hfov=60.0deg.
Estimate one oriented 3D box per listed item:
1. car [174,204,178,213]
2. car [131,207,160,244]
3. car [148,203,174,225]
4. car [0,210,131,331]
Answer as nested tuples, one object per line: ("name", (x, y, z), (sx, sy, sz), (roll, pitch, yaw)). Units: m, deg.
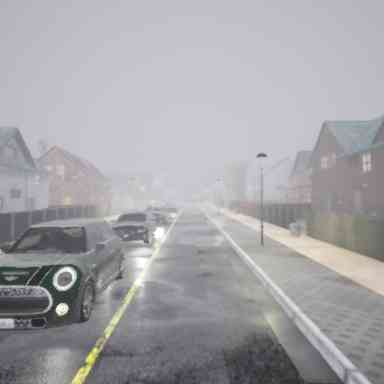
("car", (-2.998, 2.175, 45.869), (1.994, 1.385, 4.181), (0, -1, 0))
("car", (-2.926, 1.714, 17.129), (1.837, 1.490, 4.892), (0, -1, 0))
("car", (-2.943, 1.833, 27.431), (2.128, 1.511, 4.902), (0, -1, 0))
("car", (-2.878, 1.443, 7.335), (2.097, 1.767, 4.553), (0, -1, 0))
